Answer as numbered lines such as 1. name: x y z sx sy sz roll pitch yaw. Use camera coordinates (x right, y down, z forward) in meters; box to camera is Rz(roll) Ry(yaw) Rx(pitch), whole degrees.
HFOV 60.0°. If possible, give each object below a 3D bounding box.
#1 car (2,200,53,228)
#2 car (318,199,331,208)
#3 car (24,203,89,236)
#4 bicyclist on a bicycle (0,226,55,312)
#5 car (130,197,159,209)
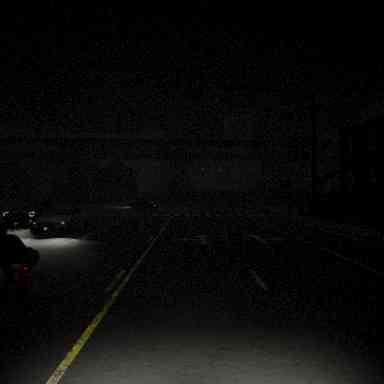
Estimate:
1. car: -10.662 1.351 22.355 2.097 1.767 4.553 0 0 0
2. car: 17.467 1.526 40.147 4.674 1.442 1.812 0 0 0
3. car: -7.172 1.525 18.607 1.812 1.442 4.674 0 0 0
4. bicyclist on a bicycle: -3.391 1.455 6.205 1.656 1.620 0.582 -2 0 0
5. car: -6.566 1.505 45.438 1.837 1.490 4.892 0 0 -45
